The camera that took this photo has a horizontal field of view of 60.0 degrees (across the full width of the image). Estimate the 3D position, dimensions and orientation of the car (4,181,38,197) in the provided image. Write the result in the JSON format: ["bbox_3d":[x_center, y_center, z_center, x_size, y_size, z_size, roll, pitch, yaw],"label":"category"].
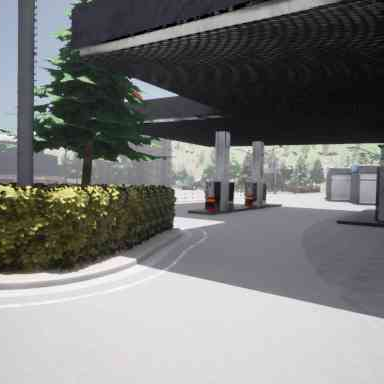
[{"bbox_3d":[-21.836,-0.463,42.376,4.605,1.855,1.932,2,2,35],"label":"car"}]

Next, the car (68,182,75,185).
[{"bbox_3d":[-25.562,-1.284,68.009,4.605,1.855,1.932,2,2,35],"label":"car"}]

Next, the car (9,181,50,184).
[{"bbox_3d":[-17.290,-0.178,35.168,3.866,1.878,1.905,2,2,35],"label":"car"}]

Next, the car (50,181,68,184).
[{"bbox_3d":[-26.895,-1.257,65.394,3.866,1.878,1.905,2,2,35],"label":"car"}]

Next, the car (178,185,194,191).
[{"bbox_3d":[-1.745,-1.161,95.370,4.892,1.490,1.837,2,2,34],"label":"car"}]
